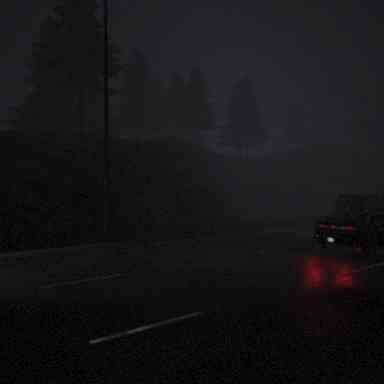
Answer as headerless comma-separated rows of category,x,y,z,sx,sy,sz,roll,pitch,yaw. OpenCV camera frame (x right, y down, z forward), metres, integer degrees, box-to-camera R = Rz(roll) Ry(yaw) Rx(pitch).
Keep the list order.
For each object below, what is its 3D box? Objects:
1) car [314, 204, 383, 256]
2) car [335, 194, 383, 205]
car,6.747,1.416,12.857,4.902,1.511,2.128,0,0,-35
car,10.772,1.103,20.018,5.566,2.045,2.150,-1,0,-35
